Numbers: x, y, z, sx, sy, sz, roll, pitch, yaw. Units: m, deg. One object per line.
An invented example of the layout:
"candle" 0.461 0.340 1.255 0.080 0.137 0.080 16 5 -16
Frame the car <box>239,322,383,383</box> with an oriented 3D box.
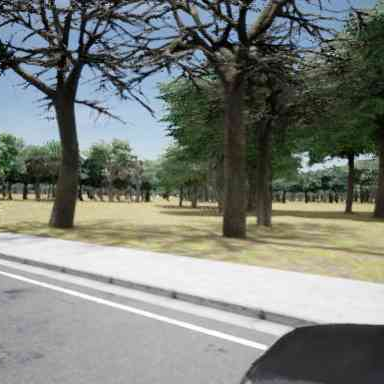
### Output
"car" 2.299 1.561 2.045 4.181 1.385 1.994 0 0 36
